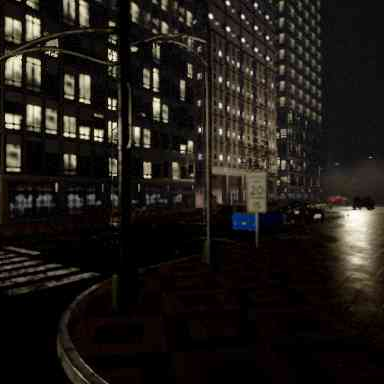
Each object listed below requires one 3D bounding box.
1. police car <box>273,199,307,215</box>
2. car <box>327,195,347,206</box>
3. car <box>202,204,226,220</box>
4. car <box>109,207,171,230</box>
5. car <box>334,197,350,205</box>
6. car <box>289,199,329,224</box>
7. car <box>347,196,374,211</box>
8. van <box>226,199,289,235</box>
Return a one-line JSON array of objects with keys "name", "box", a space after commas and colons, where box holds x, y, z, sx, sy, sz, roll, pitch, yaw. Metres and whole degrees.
[{"name": "police car", "box": [11.251, 1.609, 37.753, 1.930, 1.638, 5.238, -1, 0, 38]}, {"name": "car", "box": [26.389, 1.549, 61.630, 2.192, 1.841, 5.009, -1, -1, 38]}, {"name": "car", "box": [2.636, 1.788, 30.764, 1.802, 1.307, 4.206, -1, -1, 38]}, {"name": "car", "box": [-3.472, 1.730, 23.041, 1.752, 1.417, 4.829, -1, -1, 38]}, {"name": "car", "box": [29.784, 1.791, 66.036, 2.008, 1.369, 4.403, -1, -1, 38]}, {"name": "car", "box": [8.879, 1.564, 25.958, 1.967, 1.590, 4.097, -1, -1, 38]}, {"name": "car", "box": [22.452, 1.451, 43.596, 2.192, 1.841, 5.009, -1, -1, 38]}, {"name": "van", "box": [3.916, 1.461, 19.330, 1.690, 1.788, 3.998, -1, -1, 38]}]
